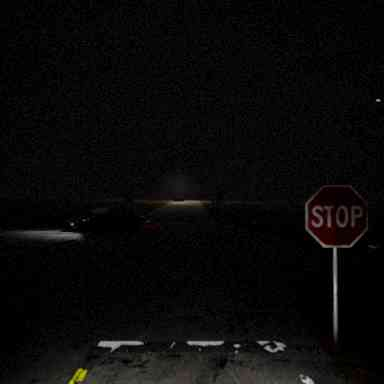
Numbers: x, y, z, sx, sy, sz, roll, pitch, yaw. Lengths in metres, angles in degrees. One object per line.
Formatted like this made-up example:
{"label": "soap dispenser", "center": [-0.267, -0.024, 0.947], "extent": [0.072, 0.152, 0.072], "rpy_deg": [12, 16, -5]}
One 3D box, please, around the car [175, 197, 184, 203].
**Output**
{"label": "car", "center": [-2.810, 1.634, 72.815], "extent": [1.895, 1.301, 4.718], "rpy_deg": [0, 0, 0]}

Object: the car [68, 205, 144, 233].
{"label": "car", "center": [-4.803, 1.509, 19.241], "extent": [1.812, 1.442, 4.674], "rpy_deg": [4, 0, 38]}
